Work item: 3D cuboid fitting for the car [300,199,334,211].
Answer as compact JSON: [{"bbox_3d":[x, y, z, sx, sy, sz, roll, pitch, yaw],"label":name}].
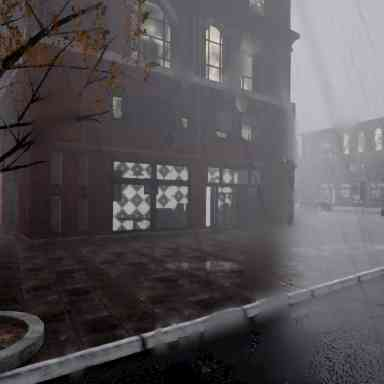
[{"bbox_3d":[15.561,1.617,41.686,2.008,1.369,4.403,1,-1,-28],"label":"car"}]
